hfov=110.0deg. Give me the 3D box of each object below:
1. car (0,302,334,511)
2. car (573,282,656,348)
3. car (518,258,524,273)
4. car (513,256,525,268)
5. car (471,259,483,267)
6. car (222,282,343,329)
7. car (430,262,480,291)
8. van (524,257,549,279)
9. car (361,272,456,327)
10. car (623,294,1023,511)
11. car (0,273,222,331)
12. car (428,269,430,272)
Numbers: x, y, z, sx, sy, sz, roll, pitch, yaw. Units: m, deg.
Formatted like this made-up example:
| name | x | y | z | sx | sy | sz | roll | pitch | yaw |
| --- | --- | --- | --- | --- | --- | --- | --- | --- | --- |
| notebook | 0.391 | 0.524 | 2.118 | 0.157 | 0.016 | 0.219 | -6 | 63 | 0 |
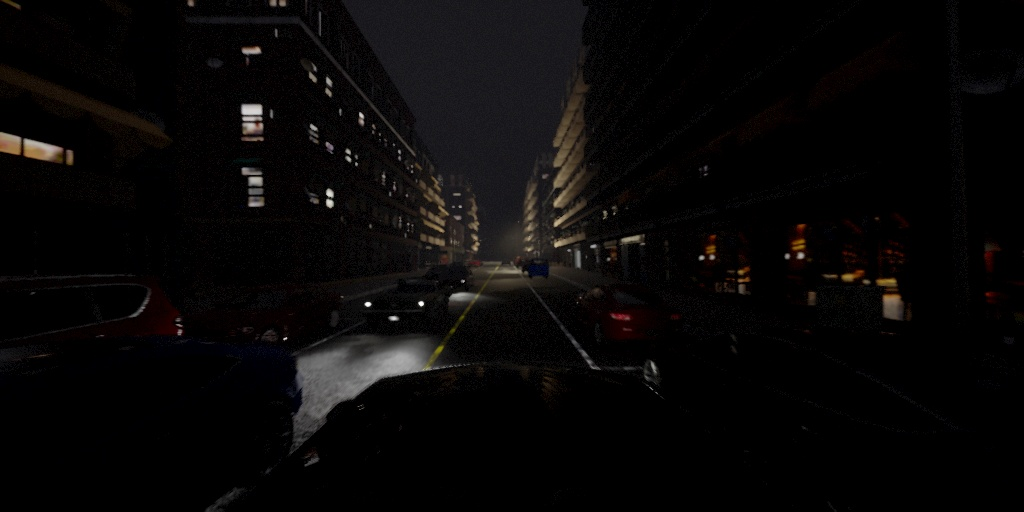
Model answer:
| name | x | y | z | sx | sy | sz | roll | pitch | yaw |
| --- | --- | --- | --- | --- | --- | --- | --- | --- | --- |
| car | -3.047 | 1.317 | 1.948 | 1.812 | 1.442 | 4.674 | -1 | 0 | -1 |
| car | 2.615 | 1.296 | 8.806 | 1.802 | 1.307 | 4.207 | 0 | 0 | -1 |
| car | 2.033 | 1.243 | 42.227 | 1.888 | 1.381 | 4.507 | 0 | 0 | -1 |
| car | 1.742 | 1.005 | 58.939 | 2.192 | 1.841 | 5.009 | 0 | 0 | -1 |
| car | -6.735 | 1.341 | 64.403 | 1.888 | 1.381 | 4.507 | 0 | 0 | -1 |
| car | -5.765 | 1.366 | 8.701 | 1.888 | 1.381 | 4.507 | 0 | 0 | -1 |
| car | -3.416 | 1.329 | 22.556 | 2.033 | 1.411 | 5.357 | -1 | 0 | -1 |
| van | 2.226 | 1.044 | 31.088 | 1.690 | 1.789 | 3.998 | 0 | 0 | -1 |
| car | -3.239 | 1.387 | 11.926 | 1.895 | 1.301 | 4.718 | -1 | 0 | -1 |
| car | 2.711 | 1.282 | 3.236 | 1.948 | 1.339 | 4.313 | 0 | 0 | -1 |
| car | -5.668 | 1.138 | 3.130 | 2.192 | 1.841 | 5.009 | 0 | 0 | -1 |
| car | -6.152 | 1.376 | 30.981 | 1.948 | 1.339 | 4.313 | 0 | 0 | -1 |
